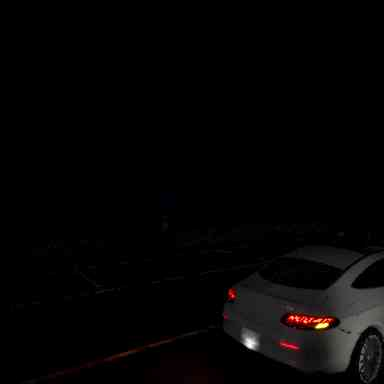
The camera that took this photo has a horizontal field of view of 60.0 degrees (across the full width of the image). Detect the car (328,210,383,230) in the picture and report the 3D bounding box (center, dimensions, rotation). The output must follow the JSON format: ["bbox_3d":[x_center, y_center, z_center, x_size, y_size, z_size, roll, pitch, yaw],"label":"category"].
[{"bbox_3d":[8.602,1.567,16.530,4.313,1.339,1.947,0,0,-36],"label":"car"}]

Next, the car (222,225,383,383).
[{"bbox_3d":[2.563,1.525,5.262,4.674,1.442,1.812,0,0,-35],"label":"car"}]
